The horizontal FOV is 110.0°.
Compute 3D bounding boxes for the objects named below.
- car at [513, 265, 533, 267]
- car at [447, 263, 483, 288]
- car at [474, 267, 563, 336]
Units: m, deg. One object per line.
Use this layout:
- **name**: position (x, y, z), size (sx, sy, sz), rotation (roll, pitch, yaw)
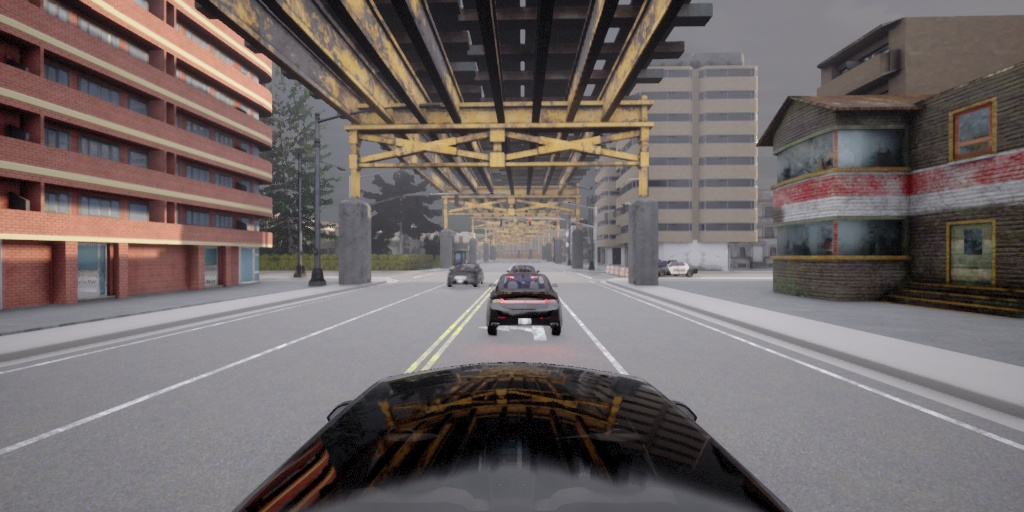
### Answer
- **car**: position (0.627, 1.237, 20.656), size (1.812, 1.442, 4.674), rotation (0, 0, 2)
- **car**: position (-2.923, 1.200, 23.254), size (2.128, 1.511, 4.902), rotation (0, 0, 2)
- **car**: position (0.328, 1.231, 10.388), size (2.128, 1.511, 4.902), rotation (0, 0, 1)
